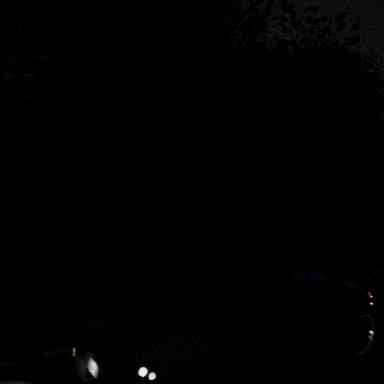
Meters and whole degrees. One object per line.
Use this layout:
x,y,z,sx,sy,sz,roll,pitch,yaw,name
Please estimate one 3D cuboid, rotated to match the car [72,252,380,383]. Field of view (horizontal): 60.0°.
0.651,1.575,4.445,4.181,1.385,1.994,1,0,-35,car
